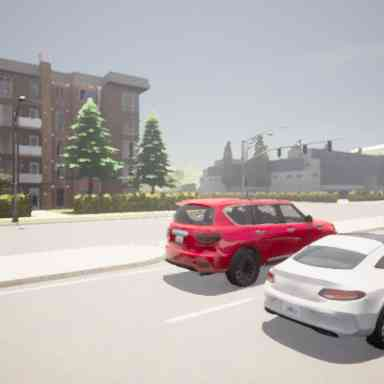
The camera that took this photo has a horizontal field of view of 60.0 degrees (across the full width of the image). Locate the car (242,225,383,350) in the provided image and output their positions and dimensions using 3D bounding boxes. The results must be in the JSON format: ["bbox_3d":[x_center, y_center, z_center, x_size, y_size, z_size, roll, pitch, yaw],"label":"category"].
[{"bbox_3d":[3.304,1.490,6.125,4.674,1.442,1.812,-1,0,-35],"label":"car"}]

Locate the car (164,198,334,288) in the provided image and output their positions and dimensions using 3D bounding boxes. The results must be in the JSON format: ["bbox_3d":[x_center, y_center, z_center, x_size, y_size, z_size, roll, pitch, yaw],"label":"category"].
[{"bbox_3d":[1.875,1.182,9.404,5.566,2.045,2.150,0,0,-36],"label":"car"}]
